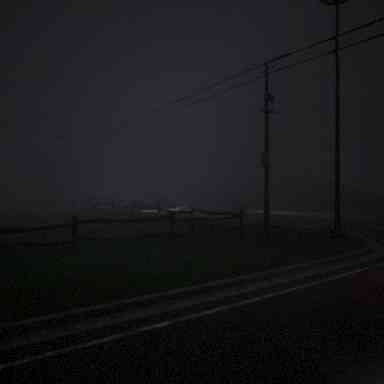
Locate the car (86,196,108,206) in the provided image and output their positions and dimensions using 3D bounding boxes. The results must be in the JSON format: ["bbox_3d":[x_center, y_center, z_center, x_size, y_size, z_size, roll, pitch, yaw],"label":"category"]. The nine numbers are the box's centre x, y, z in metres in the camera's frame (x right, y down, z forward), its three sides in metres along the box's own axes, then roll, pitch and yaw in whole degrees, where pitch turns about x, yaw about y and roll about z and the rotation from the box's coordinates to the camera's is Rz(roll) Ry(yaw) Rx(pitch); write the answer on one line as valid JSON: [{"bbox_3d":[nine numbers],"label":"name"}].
[{"bbox_3d":[-16.550,1.449,56.382,1.837,1.490,4.892,0,0,-36],"label":"car"}]

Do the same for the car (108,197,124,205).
[{"bbox_3d":[-13.706,1.438,58.423,1.895,1.301,4.718,0,0,-36],"label":"car"}]

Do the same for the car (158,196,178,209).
[{"bbox_3d":[-3.870,1.600,44.802,1.994,1.385,4.181,0,0,-36],"label":"car"}]

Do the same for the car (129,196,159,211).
[{"bbox_3d":[-6.466,1.557,42.420,1.812,1.442,4.674,0,0,-36],"label":"car"}]

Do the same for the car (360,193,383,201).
[{"bbox_3d":[42.326,1.354,78.364,2.150,2.045,5.566,0,0,-21],"label":"car"}]

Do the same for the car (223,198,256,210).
[{"bbox_3d":[6.133,1.541,42.967,2.128,1.511,4.902,0,0,-36],"label":"car"}]

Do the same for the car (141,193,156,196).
[{"bbox_3d":[-7.700,1.271,62.060,2.150,2.045,5.566,0,0,-36],"label":"car"}]
